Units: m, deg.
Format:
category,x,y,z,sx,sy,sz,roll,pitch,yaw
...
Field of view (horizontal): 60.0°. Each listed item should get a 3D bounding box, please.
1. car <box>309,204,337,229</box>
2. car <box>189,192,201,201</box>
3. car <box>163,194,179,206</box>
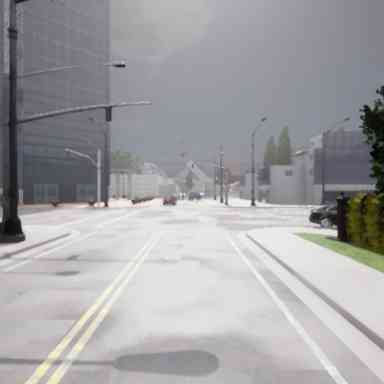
category,x,y,z,sx,sy,sz,roll,pitch,yaw
car,9.457,1.446,19.452,4.892,1.490,1.837,0,-2,26
car,0.735,0.989,80.262,2.150,2.045,5.566,0,0,12
car,-3.567,1.331,52.884,1.882,1.535,5.008,0,0,0
